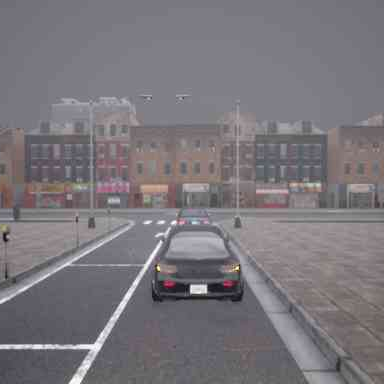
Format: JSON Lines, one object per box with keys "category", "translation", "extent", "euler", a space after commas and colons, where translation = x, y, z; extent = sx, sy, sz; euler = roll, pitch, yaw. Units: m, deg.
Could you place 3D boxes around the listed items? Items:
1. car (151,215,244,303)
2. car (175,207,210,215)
{"category": "car", "translation": [0.097, 1.523, 8.094], "extent": [1.812, 1.442, 4.674], "euler": [0, 0, 0]}
{"category": "car", "translation": [0.050, 1.543, 18.686], "extent": [2.033, 1.411, 5.357], "euler": [0, 0, -2]}
